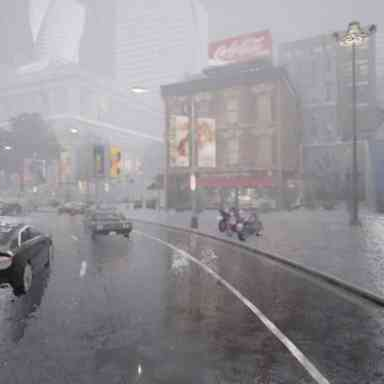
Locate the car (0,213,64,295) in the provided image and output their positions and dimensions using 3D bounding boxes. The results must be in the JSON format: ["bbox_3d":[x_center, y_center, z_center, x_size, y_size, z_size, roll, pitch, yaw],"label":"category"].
[{"bbox_3d":[-4.880,1.542,8.587,2.128,1.511,4.902,0,0,-14],"label":"car"}]

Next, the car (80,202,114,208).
[{"bbox_3d":[-7.866,1.680,28.998,1.895,1.301,4.718,-1,0,-35],"label":"car"}]

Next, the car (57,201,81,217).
[{"bbox_3d":[-11.740,1.644,33.221,4.674,1.452,2.002,-1,0,45],"label":"car"}]

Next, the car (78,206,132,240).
[{"bbox_3d":[-4.600,1.651,17.523,1.895,1.301,4.718,-1,0,-24],"label":"car"}]

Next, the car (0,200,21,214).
[{"bbox_3d":[-20.766,1.718,36.881,4.892,1.490,1.837,-1,-1,37],"label":"car"}]
